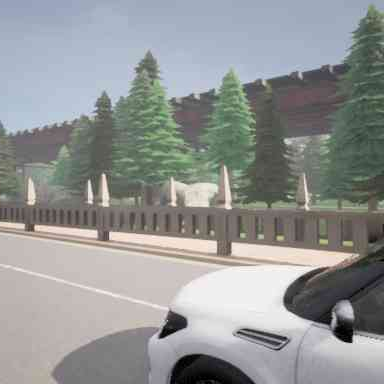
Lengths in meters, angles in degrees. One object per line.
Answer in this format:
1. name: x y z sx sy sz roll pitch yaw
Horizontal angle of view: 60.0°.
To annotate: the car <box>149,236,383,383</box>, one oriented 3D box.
1. car: 2.225 1.219 2.410 5.566 2.045 2.150 0 0 36
